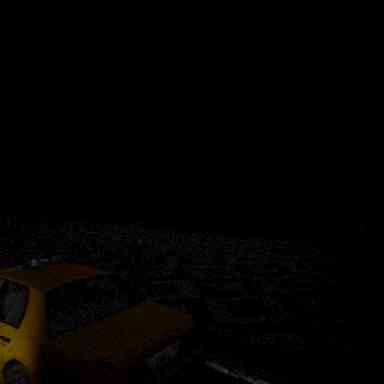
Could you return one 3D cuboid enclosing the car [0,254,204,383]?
[{"bbox_3d":[-2.151,1.523,4.495,4.829,1.417,1.752,0,0,35],"label":"car"}]
